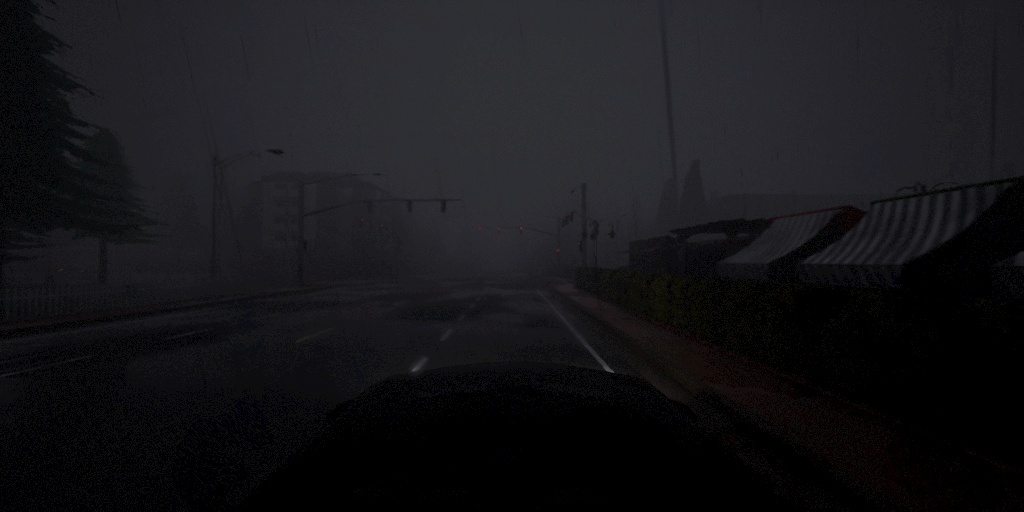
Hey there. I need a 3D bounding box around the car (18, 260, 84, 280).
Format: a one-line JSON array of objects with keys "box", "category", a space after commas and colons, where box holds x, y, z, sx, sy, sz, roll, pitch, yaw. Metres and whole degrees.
[{"box": [-47.832, 1.455, 37.024, 5.566, 2.045, 2.150, 0, -1, 2], "category": "car"}]

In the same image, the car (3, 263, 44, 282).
[{"box": [-47.552, 1.707, 33.508, 4.892, 1.490, 1.837, 0, -1, 2], "category": "car"}]
